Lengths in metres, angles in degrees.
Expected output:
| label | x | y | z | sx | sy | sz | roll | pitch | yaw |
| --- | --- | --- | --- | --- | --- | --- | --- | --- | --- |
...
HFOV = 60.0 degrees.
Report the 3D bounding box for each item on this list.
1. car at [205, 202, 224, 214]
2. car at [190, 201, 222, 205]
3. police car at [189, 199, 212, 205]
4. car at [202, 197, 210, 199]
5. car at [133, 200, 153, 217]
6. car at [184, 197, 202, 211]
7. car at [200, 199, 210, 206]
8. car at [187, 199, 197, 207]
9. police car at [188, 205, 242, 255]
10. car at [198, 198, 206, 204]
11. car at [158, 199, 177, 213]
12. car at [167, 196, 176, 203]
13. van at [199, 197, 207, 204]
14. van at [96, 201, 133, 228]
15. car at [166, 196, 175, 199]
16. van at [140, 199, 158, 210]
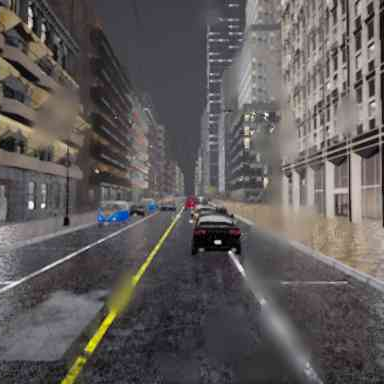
| label | x | y | z | sx | sy | sz | roll | pitch | yaw |
| --- | --- | --- | --- | --- | --- | --- | --- | --- | --- |
| car | 2.711 | 1.946 | 41.141 | 2.008 | 1.369 | 4.403 | 1 | -1 | 0 |
| car | 0.904 | 1.694 | 24.258 | 1.801 | 1.575 | 5.366 | 0 | -1 | 0 |
| police car | 0.904 | 1.719 | 30.179 | 1.930 | 1.638 | 5.238 | 0 | -1 | 0 |
| car | 2.719 | 1.907 | 63.936 | 2.192 | 1.841 | 5.009 | 1 | 0 | 0 |
| car | -5.671 | 1.909 | 35.562 | 1.947 | 1.339 | 4.313 | 1 | -1 | 0 |
| car | 0.008 | 1.693 | 49.685 | 2.150 | 2.045 | 5.566 | 0 | 0 | 0 |
| car | 2.715 | 2.190 | 69.631 | 2.008 | 1.369 | 4.403 | 1 | 0 | 0 |
| car | 0.010 | 2.099 | 64.517 | 1.837 | 1.490 | 4.892 | 0 | 0 | 0 |
| police car | 0.902 | 1.568 | 14.177 | 1.930 | 1.638 | 5.238 | 0 | -1 | 0 |
| car | 2.694 | 2.345 | 86.724 | 1.947 | 1.339 | 4.313 | 1 | 0 | 0 |
| car | -3.081 | 1.983 | 43.917 | 1.994 | 1.385 | 4.181 | 0 | -1 | 0 |
| car | -5.656 | 2.140 | 92.547 | 2.192 | 1.841 | 5.009 | 1 | 0 | 0 |
| van | 2.731 | 2.074 | 81.029 | 1.690 | 1.788 | 3.998 | 1 | 0 | 0 |
| van | -5.668 | 1.578 | 24.164 | 1.690 | 1.788 | 3.998 | 1 | -1 | 0 |
| car | -5.658 | 2.048 | 81.152 | 2.192 | 1.841 | 5.009 | 1 | 0 | 0 |
| van | -5.665 | 1.736 | 41.261 | 1.690 | 1.788 | 3.998 | 1 | -1 | 0 |
